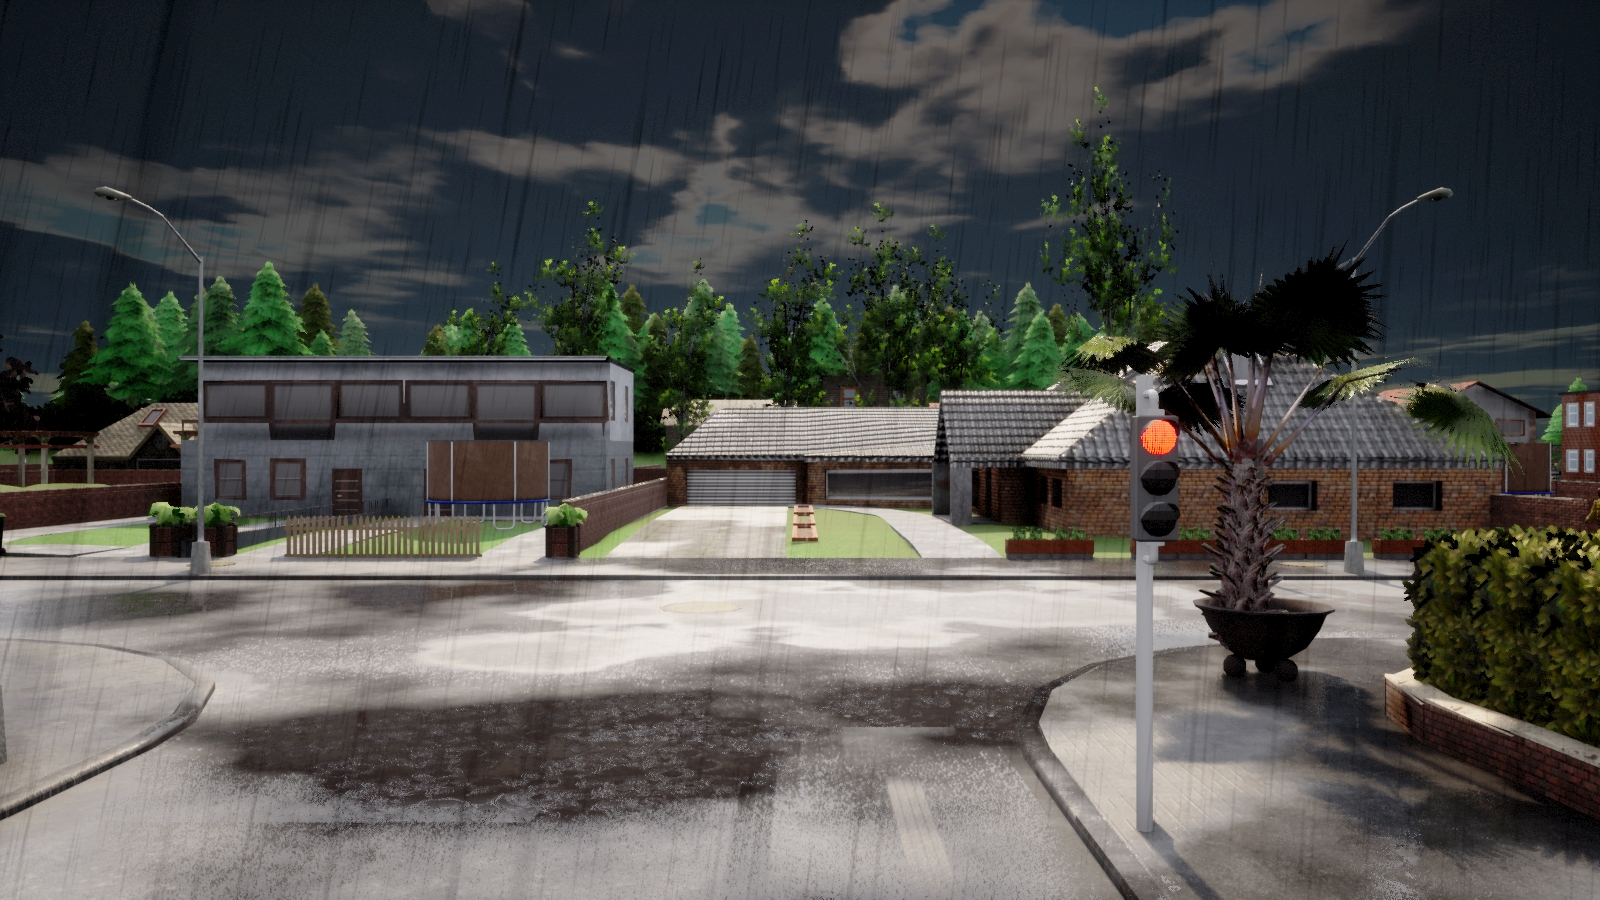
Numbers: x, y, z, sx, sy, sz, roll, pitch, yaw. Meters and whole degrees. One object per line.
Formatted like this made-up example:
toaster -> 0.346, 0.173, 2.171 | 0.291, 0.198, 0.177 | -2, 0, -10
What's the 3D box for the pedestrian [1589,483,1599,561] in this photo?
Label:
pedestrian -> 19.364, 1.732, 27.572 | 0.375, 1.860, 0.375 | 0, 0, -2
